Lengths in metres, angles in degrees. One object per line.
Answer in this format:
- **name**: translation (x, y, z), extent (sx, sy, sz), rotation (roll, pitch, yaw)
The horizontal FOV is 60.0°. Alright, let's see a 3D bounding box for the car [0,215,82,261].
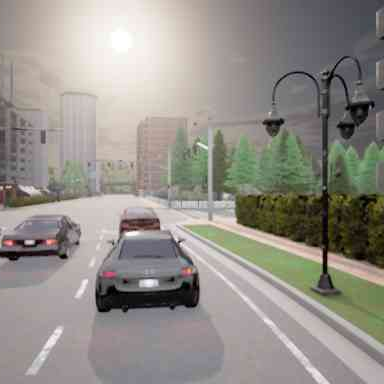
- **car**: translation (-5.332, 1.550, 12.359), extent (2.033, 1.411, 5.357), rotation (0, 0, -11)

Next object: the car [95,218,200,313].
- **car**: translation (-1.052, 1.565, 7.799), extent (1.994, 1.385, 4.181), rotation (0, 0, -9)

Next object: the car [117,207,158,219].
- **car**: translation (-2.678, 1.480, 16.635), extent (1.882, 1.535, 5.008), rotation (0, 0, -12)
